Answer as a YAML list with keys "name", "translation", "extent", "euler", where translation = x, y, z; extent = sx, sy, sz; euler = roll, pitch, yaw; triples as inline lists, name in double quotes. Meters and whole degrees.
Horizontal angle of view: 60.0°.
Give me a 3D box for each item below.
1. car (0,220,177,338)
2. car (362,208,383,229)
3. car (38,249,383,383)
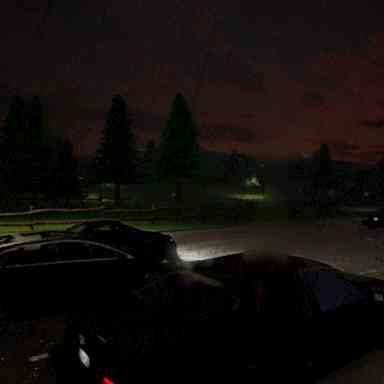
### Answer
- name: "car"
  translation: [-2.391, 1.506, 6.342]
  extent: [4.902, 1.511, 2.128]
  euler: [0, 0, -36]
- name: "car"
  translation: [13.312, 1.732, 21.847]
  extent: [5.357, 1.411, 2.033]
  euler: [1, 0, -36]
- name: "car"
  translation: [1.053, 1.574, 4.500]
  extent: [5.357, 1.411, 2.033]
  euler: [1, 0, -36]
